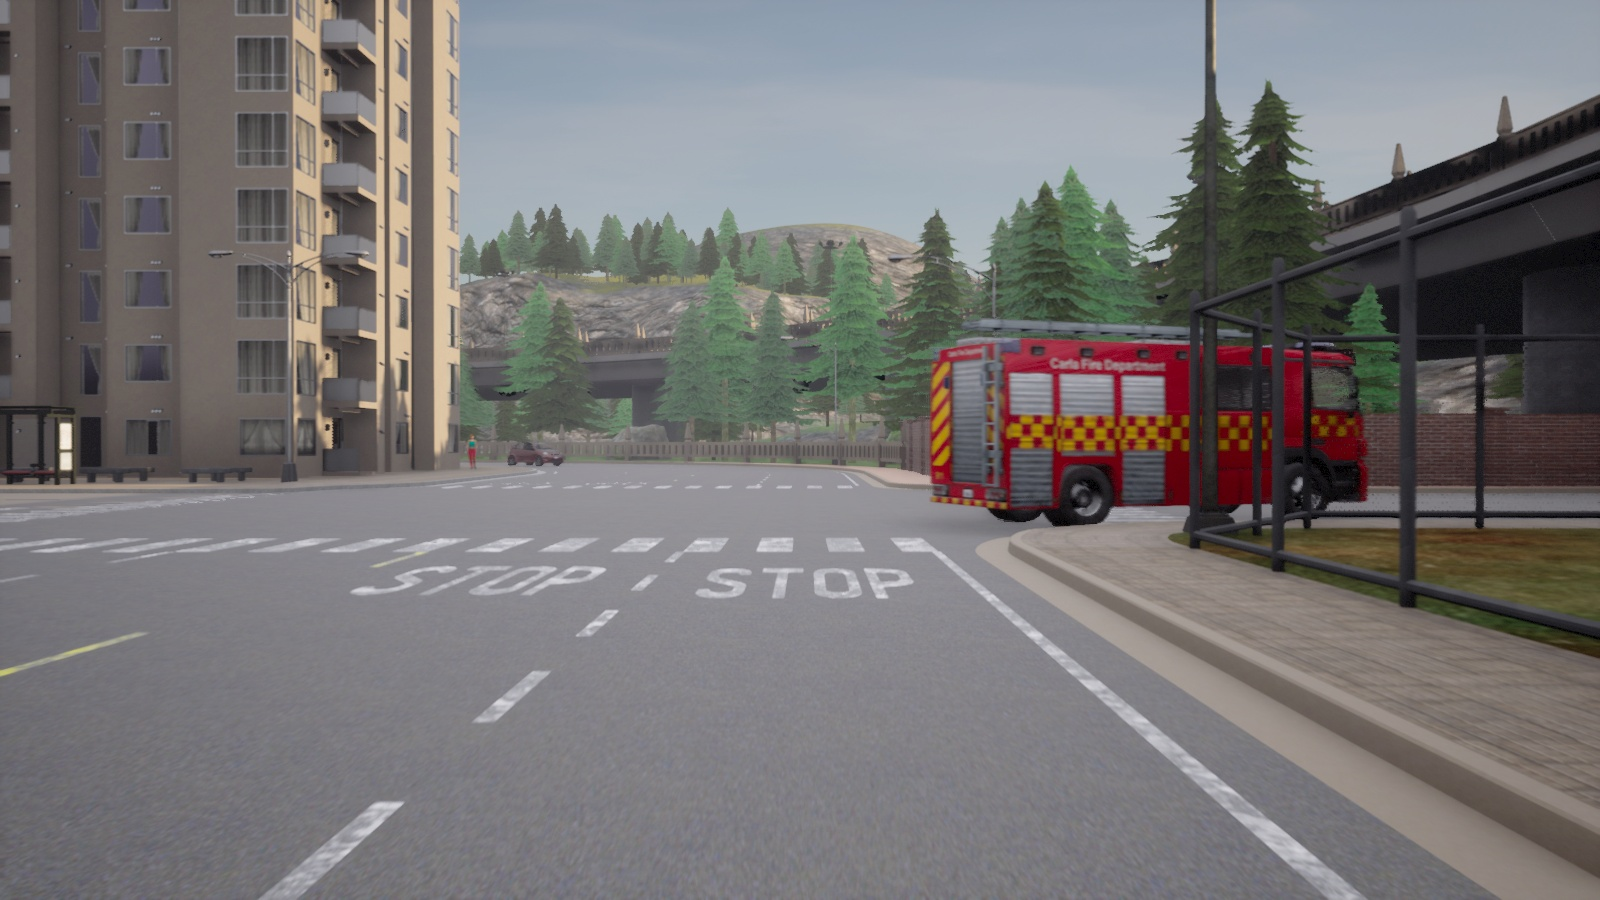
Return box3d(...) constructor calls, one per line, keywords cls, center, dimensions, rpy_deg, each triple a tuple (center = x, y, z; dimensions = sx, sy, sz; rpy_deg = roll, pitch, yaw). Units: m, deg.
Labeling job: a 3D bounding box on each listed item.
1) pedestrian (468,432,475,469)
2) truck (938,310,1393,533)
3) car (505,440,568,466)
box3d(cls="pedestrian", center=(-16.678, 0.028, 63.765), dimensions=(0.345, 1.836, 0.594), rpy_deg=(0, 0, -10))
box3d(cls="truck", center=(7.138, -0.498, 24.420), dimensions=(8.468, 3.827, 2.891), rpy_deg=(0, 1, -21))
box3d(cls="car", center=(-17.085, 0.172, 81.396), dimensions=(3.988, 1.617, 1.851), rpy_deg=(0, 0, 38))
